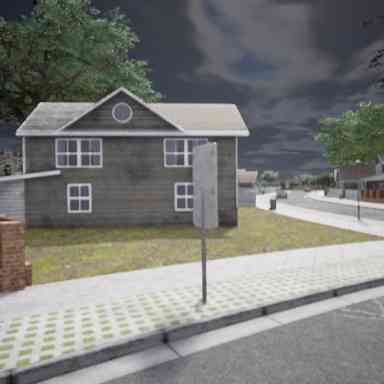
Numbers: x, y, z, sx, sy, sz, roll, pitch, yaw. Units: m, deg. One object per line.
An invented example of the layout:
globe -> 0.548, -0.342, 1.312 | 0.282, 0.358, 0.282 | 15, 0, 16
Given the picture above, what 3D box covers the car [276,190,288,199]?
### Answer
car -> 15.881, 0.432, 58.907 | 1.837, 1.490, 4.892 | -1, 1, 13
